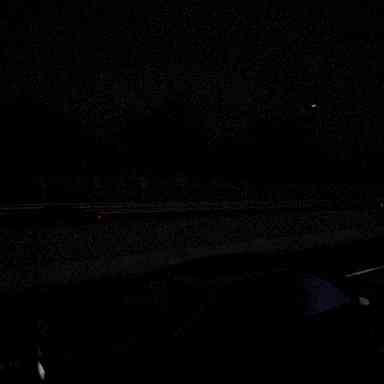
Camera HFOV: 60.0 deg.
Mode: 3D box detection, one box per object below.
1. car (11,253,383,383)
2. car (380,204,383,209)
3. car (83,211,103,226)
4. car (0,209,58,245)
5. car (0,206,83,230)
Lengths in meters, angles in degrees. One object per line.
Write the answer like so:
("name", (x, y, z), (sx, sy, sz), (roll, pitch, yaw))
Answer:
("car", (0.759, 1.558, 4.286), (5.357, 1.411, 2.033), (0, 0, -35))
("car", (27.403, 1.812, 44.976), (4.718, 1.301, 1.895), (0, 0, -35))
("car", (-8.103, 1.565, 19.707), (5.357, 1.411, 2.033), (0, 0, -35))
("car", (-8.528, 1.570, 15.105), (4.181, 1.385, 1.994), (0, 0, -35))
("car", (-6.845, 1.482, 12.007), (5.008, 1.535, 1.882), (0, 0, -35))
